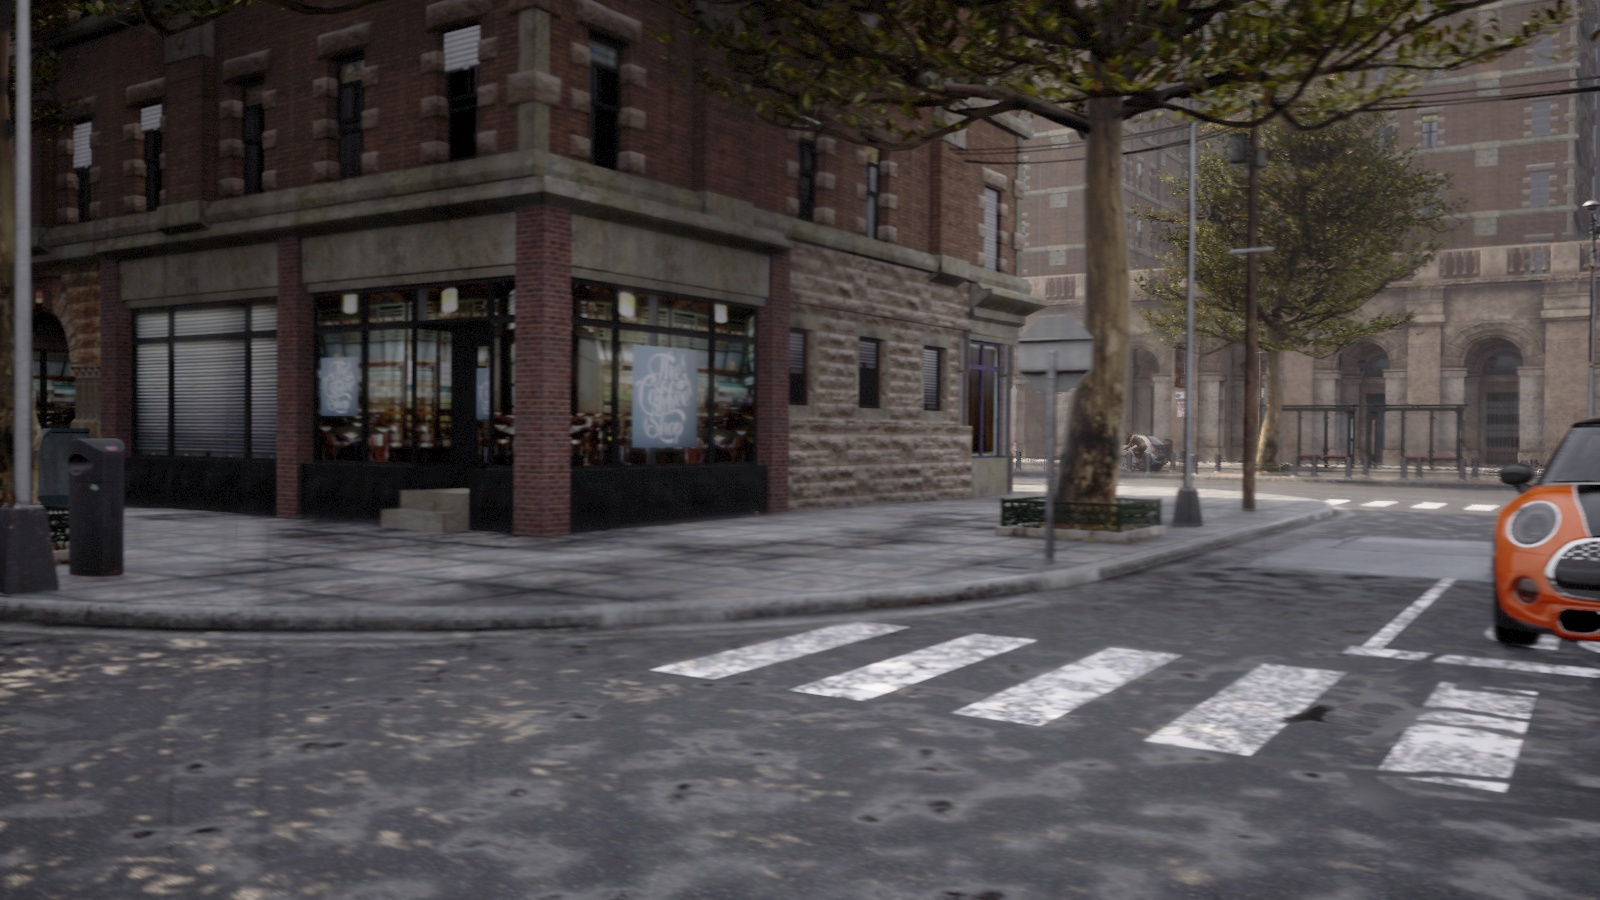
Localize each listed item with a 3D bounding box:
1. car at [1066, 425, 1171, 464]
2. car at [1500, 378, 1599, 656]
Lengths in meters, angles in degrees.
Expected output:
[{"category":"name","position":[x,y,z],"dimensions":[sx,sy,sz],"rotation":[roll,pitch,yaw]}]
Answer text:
[{"category":"car","position":[13.693,-0.231,53.983],"dimensions":[3.988,1.617,1.851],"rotation":[0,1,34]},{"category":"car","position":[6.730,0.399,9.629],"dimensions":[2.097,1.767,4.553],"rotation":[0,1,33]}]
